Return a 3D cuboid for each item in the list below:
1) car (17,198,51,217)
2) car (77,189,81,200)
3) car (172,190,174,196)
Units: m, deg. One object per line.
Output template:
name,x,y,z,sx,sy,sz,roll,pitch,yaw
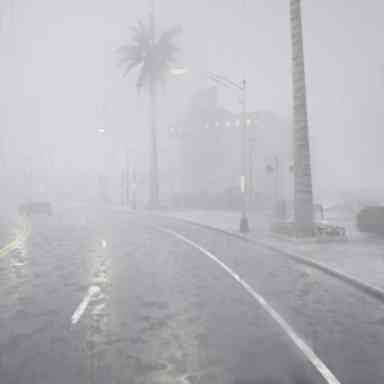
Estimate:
car,-13.665,1.233,28.680,1.882,1.535,5.008,0,0,-38
car,-23.078,0.705,63.138,4.553,1.767,2.185,0,1,31
car,-2.836,0.822,64.290,4.674,1.452,2.002,0,1,31
